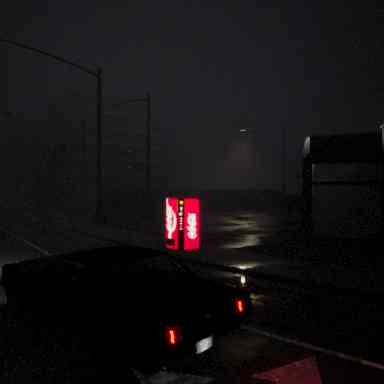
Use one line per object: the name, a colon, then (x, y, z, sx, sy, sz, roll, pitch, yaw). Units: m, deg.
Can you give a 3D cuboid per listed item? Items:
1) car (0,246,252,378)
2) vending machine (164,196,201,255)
car: (-1.483, 1.601, 5.608, 4.718, 1.301, 1.895, 0, 0, 42)
vending machine: (-0.354, 1.195, 12.567, 1.100, 2.100, 0.880, 0, 0, -40)
